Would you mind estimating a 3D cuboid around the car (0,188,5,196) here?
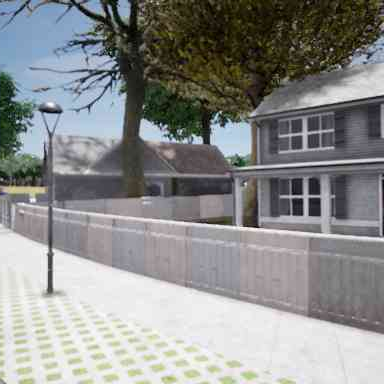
[{"bbox_3d":[-31.051,0.346,51.240,2.150,2.045,5.566,-1,1,-3],"label":"car"}]
